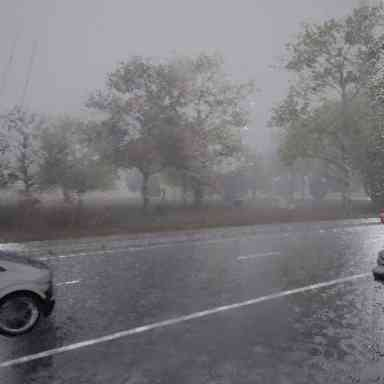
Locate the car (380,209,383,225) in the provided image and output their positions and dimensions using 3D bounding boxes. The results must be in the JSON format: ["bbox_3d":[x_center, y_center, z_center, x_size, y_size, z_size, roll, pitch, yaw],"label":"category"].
[{"bbox_3d":[13.985,1.190,20.222,5.566,2.045,2.150,0,0,-27],"label":"car"}]

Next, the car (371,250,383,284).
[{"bbox_3d":[6.502,1.536,7.848,5.357,1.411,2.033,0,0,-31],"label":"car"}]

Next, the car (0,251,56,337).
[{"bbox_3d":[-4.347,1.544,5.071,4.181,1.385,1.994,0,0,-35],"label":"car"}]
